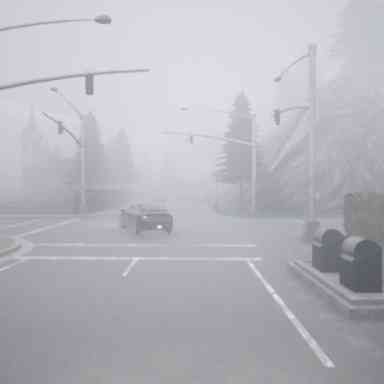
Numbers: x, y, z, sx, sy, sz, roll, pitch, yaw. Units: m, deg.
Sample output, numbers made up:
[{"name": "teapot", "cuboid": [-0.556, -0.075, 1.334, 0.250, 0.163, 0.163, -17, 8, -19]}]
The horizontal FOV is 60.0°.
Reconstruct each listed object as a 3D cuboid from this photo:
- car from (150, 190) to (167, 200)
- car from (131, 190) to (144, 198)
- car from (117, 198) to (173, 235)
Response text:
[{"name": "car", "cuboid": [-4.996, 0.689, 49.401, 2.150, 2.045, 5.566, 0, 1, -12]}, {"name": "car", "cuboid": [-11.584, 0.606, 67.094, 2.150, 2.045, 5.566, 0, 1, -32]}, {"name": "car", "cuboid": [-2.560, 1.315, 17.676, 1.837, 1.490, 4.892, 1, 1, -25]}]
